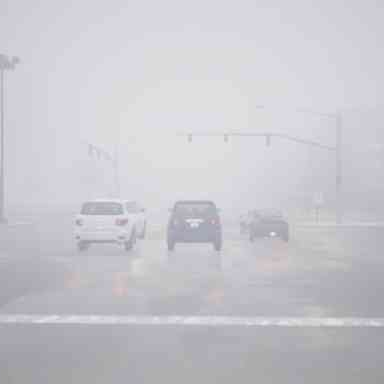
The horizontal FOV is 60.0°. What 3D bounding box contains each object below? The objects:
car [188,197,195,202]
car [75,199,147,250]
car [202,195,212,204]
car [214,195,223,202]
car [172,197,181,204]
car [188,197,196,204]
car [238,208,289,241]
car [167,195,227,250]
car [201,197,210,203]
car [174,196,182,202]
[{"bbox_3d":[-0.053,1.957,87.263,1.812,1.442,4.674,0,0,0],"label":"car"},{"bbox_3d":[-3.403,1.309,14.857,2.150,2.045,5.566,0,0,0],"label":"car"},{"bbox_3d":[3.455,1.676,76.880,2.150,2.045,5.566,0,0,0],"label":"car"},{"bbox_3d":[6.947,1.788,87.240,2.097,1.767,4.553,0,0,0],"label":"car"},{"bbox_3d":[-3.545,1.976,77.260,1.812,1.442,4.674,0,0,0],"label":"car"},{"bbox_3d":[-0.045,1.950,76.846,1.837,1.490,4.892,0,0,0],"label":"car"},{"bbox_3d":[3.597,1.607,17.190,1.837,1.490,4.892,0,0,0],"label":"car"},{"bbox_3d":[0.097,1.309,14.839,2.150,2.045,5.566,0,0,0],"label":"car"},{"bbox_3d":[3.447,1.958,87.266,2.128,1.511,4.902,0,0,0],"label":"car"},{"bbox_3d":[-3.553,1.910,87.261,1.882,1.535,5.008,0,0,0],"label":"car"}]
